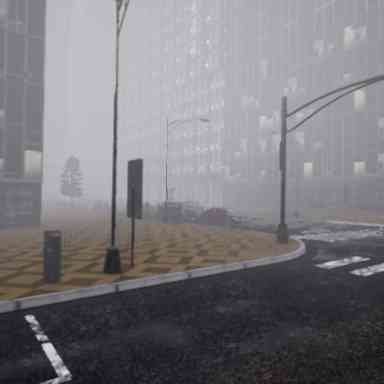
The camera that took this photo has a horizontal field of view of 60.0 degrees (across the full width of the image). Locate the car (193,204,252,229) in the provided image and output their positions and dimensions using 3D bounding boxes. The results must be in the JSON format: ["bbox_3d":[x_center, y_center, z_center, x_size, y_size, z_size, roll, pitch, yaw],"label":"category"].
[{"bbox_3d":[2.186,1.679,22.525,1.802,1.307,4.206,1,-1,-35],"label":"car"}]

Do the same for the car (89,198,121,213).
[{"bbox_3d":[-10.829,1.754,41.166,1.967,1.590,4.097,1,-1,-35],"label":"car"}]

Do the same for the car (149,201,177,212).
[{"bbox_3d":[-4.055,1.999,46.100,1.752,1.417,4.829,1,-1,-35],"label":"car"}]

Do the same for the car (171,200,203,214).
[{"bbox_3d":[-0.704,1.858,41.302,1.967,1.590,4.097,1,-1,-35],"label":"car"}]

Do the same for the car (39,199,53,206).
[{"bbox_3d":[-30.352,2.221,69.123,1.802,1.307,4.206,1,-1,-35],"label":"car"}]

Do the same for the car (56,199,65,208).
[{"bbox_3d":[-20.590,2.042,55.144,1.947,1.339,4.313,1,-1,-35],"label":"car"}]

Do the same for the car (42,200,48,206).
[{"bbox_3d":[-27.099,2.135,64.463,2.008,1.369,4.403,1,-1,-35],"label":"car"}]

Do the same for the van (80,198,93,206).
[{"bbox_3d":[-23.481,2.138,73.922,1.690,1.788,3.998,1,-1,-35],"label":"van"}]

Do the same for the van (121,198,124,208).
[{"bbox_3d":[-13.719,1.975,59.942,1.690,1.788,3.998,1,-1,-35],"label":"van"}]

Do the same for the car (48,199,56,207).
[{"bbox_3d":[-23.844,2.075,59.804,1.887,1.381,4.507,1,-1,-35],"label":"car"}]

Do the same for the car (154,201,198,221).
[{"bbox_3d":[-1.067,1.591,27.187,1.967,1.590,4.097,1,-1,-35],"label":"car"}]

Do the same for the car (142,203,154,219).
[{"bbox_3d":[-4.224,1.729,31.706,1.752,1.417,4.829,1,-1,-35],"label":"car"}]

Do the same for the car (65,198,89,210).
[{"bbox_3d":[-17.337,1.973,50.484,2.008,1.369,4.403,1,-1,-35],"label":"car"}]

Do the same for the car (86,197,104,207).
[{"bbox_3d":[-20.227,2.058,69.262,2.192,1.841,5.009,1,-1,-35],"label":"car"}]
